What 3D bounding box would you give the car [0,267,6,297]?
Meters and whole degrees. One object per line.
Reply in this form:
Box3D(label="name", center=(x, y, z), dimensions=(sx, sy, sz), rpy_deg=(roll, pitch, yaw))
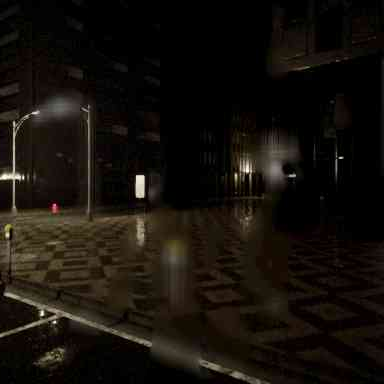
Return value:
Box3D(label="car", center=(-5.780, 1.524, 7.006), dimensions=(4.829, 1.417, 1.752), rpy_deg=(0, 0, 35))
